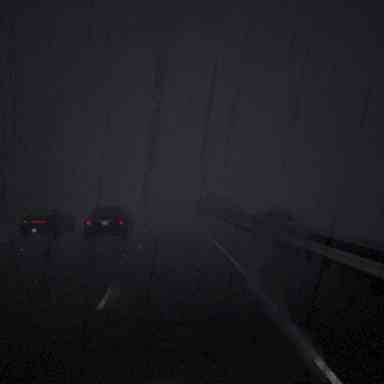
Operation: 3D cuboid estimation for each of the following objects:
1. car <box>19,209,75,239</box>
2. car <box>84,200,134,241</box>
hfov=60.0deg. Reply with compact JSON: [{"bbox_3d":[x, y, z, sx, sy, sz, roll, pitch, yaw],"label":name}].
[{"bbox_3d":[-7.960,1.706,18.695,2.128,1.511,4.902,0,-1,-6],"label":"car"},{"bbox_3d":[-4.396,1.545,18.156,2.097,1.767,4.553,0,-1,-5],"label":"car"}]
